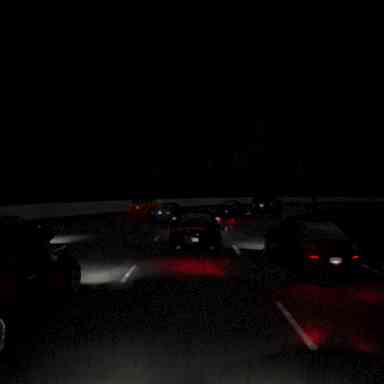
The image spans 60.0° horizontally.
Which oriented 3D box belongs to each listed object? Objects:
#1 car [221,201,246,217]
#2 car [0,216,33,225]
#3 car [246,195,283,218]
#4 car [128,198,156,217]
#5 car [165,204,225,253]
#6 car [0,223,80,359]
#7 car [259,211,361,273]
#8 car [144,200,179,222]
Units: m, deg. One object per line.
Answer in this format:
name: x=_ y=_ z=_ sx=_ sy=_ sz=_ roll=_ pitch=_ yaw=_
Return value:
car: x=4.016 y=1.562 z=32.258 sx=1.812 sy=1.442 sz=4.674 roll=0 pitch=0 yaw=23
car: x=-6.881 y=1.561 z=11.937 sx=2.033 sy=1.411 sz=5.357 roll=0 pitch=0 yaw=1
car: x=6.933 y=1.255 z=30.490 sx=2.150 sy=2.045 sz=5.566 roll=0 pitch=0 yaw=23
car: x=-4.090 y=1.387 z=31.240 sx=2.097 sy=1.767 sz=4.553 roll=0 pitch=0 yaw=18
car: x=0.170 y=1.493 z=13.853 sx=1.882 sy=1.535 sz=5.008 roll=0 pitch=0 yaw=1
car: x=-3.426 y=1.532 z=5.577 sx=1.812 sy=1.442 sz=4.674 roll=0 pitch=0 yaw=0
car: x=3.599 y=1.538 z=10.587 sx=1.812 sy=1.442 sz=4.674 roll=0 pitch=0 yaw=0
car: x=-1.703 y=1.577 z=26.755 sx=2.033 sy=1.411 sz=5.357 roll=0 pitch=0 yaw=14
